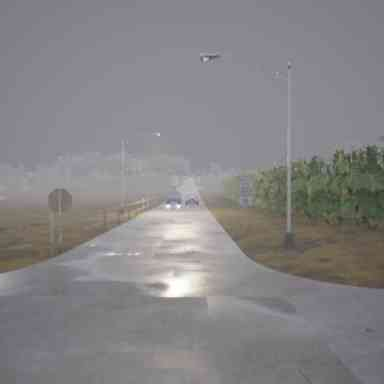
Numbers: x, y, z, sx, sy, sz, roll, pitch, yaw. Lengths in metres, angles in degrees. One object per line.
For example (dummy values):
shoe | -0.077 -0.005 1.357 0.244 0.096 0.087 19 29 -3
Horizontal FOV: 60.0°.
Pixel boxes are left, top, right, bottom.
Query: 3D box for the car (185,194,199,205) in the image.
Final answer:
car | -0.010 1.130 48.066 1.812 1.442 4.674 0 1 0

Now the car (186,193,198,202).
car | -0.013 0.948 58.095 1.895 1.301 4.718 0 2 0

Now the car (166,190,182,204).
car | -2.762 0.731 52.199 2.150 2.045 5.566 0 1 0
